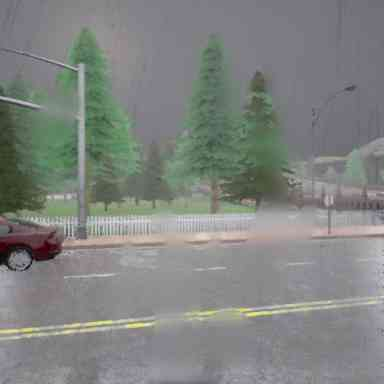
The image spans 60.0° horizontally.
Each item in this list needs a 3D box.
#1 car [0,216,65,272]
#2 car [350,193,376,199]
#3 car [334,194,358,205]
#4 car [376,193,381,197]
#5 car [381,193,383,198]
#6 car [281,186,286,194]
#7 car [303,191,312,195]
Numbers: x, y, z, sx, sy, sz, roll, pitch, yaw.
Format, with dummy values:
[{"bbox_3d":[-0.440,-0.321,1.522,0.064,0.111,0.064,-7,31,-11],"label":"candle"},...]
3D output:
[{"bbox_3d":[-6.461,1.481,9.864,5.008,1.535,1.882,0,0,-14],"label":"car"},{"bbox_3d":[22.921,1.223,47.129,2.128,1.511,4.902,0,3,-16],"label":"car"},{"bbox_3d":[19.704,1.249,45.617,2.128,1.511,4.902,0,3,-16],"label":"car"},{"bbox_3d":[25.602,0.952,50.566,2.097,1.767,4.553,0,3,-15],"label":"car"},{"bbox_3d":[31.723,0.903,55.395,2.128,1.511,4.902,0,4,-15],"label":"car"},{"bbox_3d":[17.703,-0.498,66.322,1.882,1.535,5.008,0,7,-15],"label":"car"},{"bbox_3d":[21.578,-0.225,65.444,1.812,1.442,4.674,0,7,-15],"label":"car"}]
